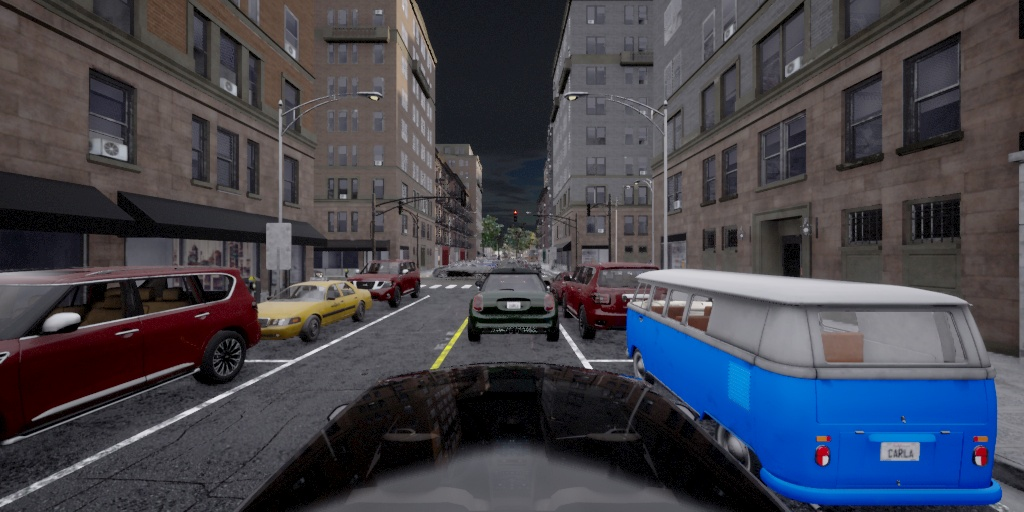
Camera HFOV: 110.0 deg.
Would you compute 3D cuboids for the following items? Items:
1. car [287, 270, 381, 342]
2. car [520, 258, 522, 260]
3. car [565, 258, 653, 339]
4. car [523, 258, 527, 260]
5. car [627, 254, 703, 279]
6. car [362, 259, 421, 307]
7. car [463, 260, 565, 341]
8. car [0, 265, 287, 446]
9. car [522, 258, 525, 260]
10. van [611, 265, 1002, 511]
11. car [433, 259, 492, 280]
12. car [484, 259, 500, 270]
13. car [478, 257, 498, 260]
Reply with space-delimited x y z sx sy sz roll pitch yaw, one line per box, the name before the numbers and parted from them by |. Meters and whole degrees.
car | -5.410 1.275 9.784 1.751 1.417 4.829 0 0 0
car | 2.569 1.300 53.615 2.007 1.370 4.403 0 0 0
car | 2.627 1.065 9.964 2.192 1.841 5.009 0 0 0
car | 2.584 1.300 42.652 2.007 1.370 4.403 0 0 0
car | 13.050 0.904 30.815 5.566 2.045 2.150 0 0 0
car | -5.418 1.064 15.633 2.192 1.841 5.009 0 0 0
car | 0.023 1.102 10.001 2.097 1.767 4.553 0 0 0
car | -5.401 1.065 4.277 2.192 1.841 5.009 0 0 0
car | 2.576 1.295 48.133 1.888 1.381 4.507 0 0 0
van | 2.635 1.091 4.285 1.690 1.789 3.998 0 0 0
car | -4.267 1.255 30.763 4.902 1.511 2.128 0 0 0
car | -2.909 1.241 52.854 2.128 1.511 4.902 0 0 0
car | -2.898 1.227 42.887 1.882 1.535 5.008 0 0 0
